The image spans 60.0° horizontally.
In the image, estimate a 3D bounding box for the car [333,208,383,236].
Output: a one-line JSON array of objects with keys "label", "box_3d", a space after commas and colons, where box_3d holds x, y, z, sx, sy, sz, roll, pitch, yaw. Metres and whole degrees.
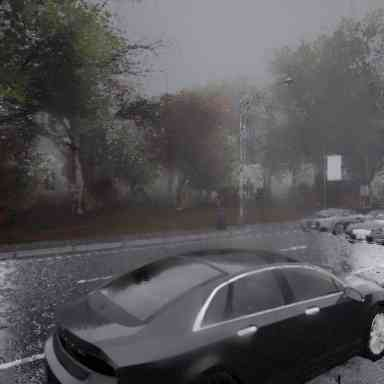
[{"label": "car", "box_3d": [8.589, 1.484, 14.419, 4.902, 1.511, 2.128, 0, 0, -35]}]

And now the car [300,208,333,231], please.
[{"label": "car", "box_3d": [7.822, 1.556, 18.170, 4.181, 1.385, 1.994, 0, 0, -35]}]

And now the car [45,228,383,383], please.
[{"label": "car", "box_3d": [0.774, 1.504, 4.310, 4.892, 1.490, 1.837, 0, 0, -35]}]
